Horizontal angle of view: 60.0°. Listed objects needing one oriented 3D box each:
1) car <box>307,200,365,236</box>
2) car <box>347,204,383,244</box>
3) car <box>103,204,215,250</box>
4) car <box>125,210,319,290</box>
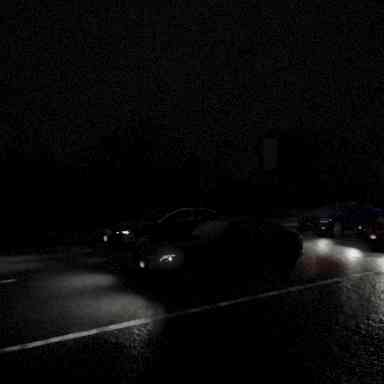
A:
[{"bbox_3d":[7.501,1.200,16.643,5.008,1.535,1.882,0,2,-31],"label":"car"},{"bbox_3d":[8.523,1.342,13.175,4.674,1.442,1.812,0,2,-31],"label":"car"},{"bbox_3d":[-0.615,1.205,11.752,4.902,1.511,2.128,0,2,-31],"label":"car"},{"bbox_3d":[0.897,1.334,8.578,4.674,1.442,1.812,0,2,-31],"label":"car"}]
